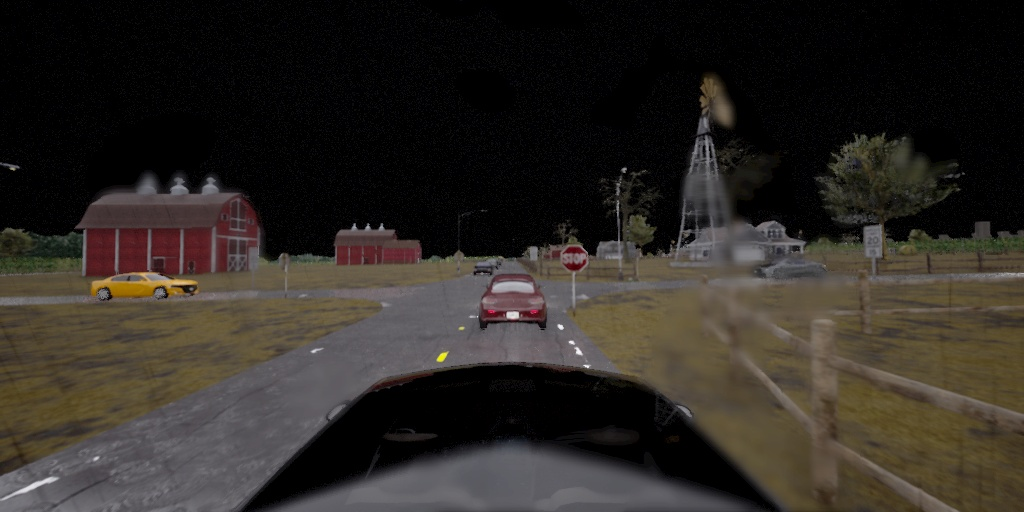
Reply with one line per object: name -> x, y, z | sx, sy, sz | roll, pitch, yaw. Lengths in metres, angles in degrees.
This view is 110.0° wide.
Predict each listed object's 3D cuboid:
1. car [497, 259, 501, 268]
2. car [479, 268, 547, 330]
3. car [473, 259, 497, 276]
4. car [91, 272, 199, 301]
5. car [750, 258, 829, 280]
car -> -2.895, 1.201, 51.257 | 1.837, 1.490, 4.892 | 0, 0, 0
car -> 0.041, 1.269, 11.025 | 1.812, 1.442, 4.674 | 0, 0, 0
car -> -2.864, 1.256, 36.299 | 2.033, 1.411, 5.357 | 0, 0, -1
car -> -20.774, 1.684, 20.437 | 5.008, 1.535, 1.882 | -1, -1, 0
car -> 18.120, 0.861, 23.562 | 4.181, 1.385, 1.994 | -1, -1, 0
